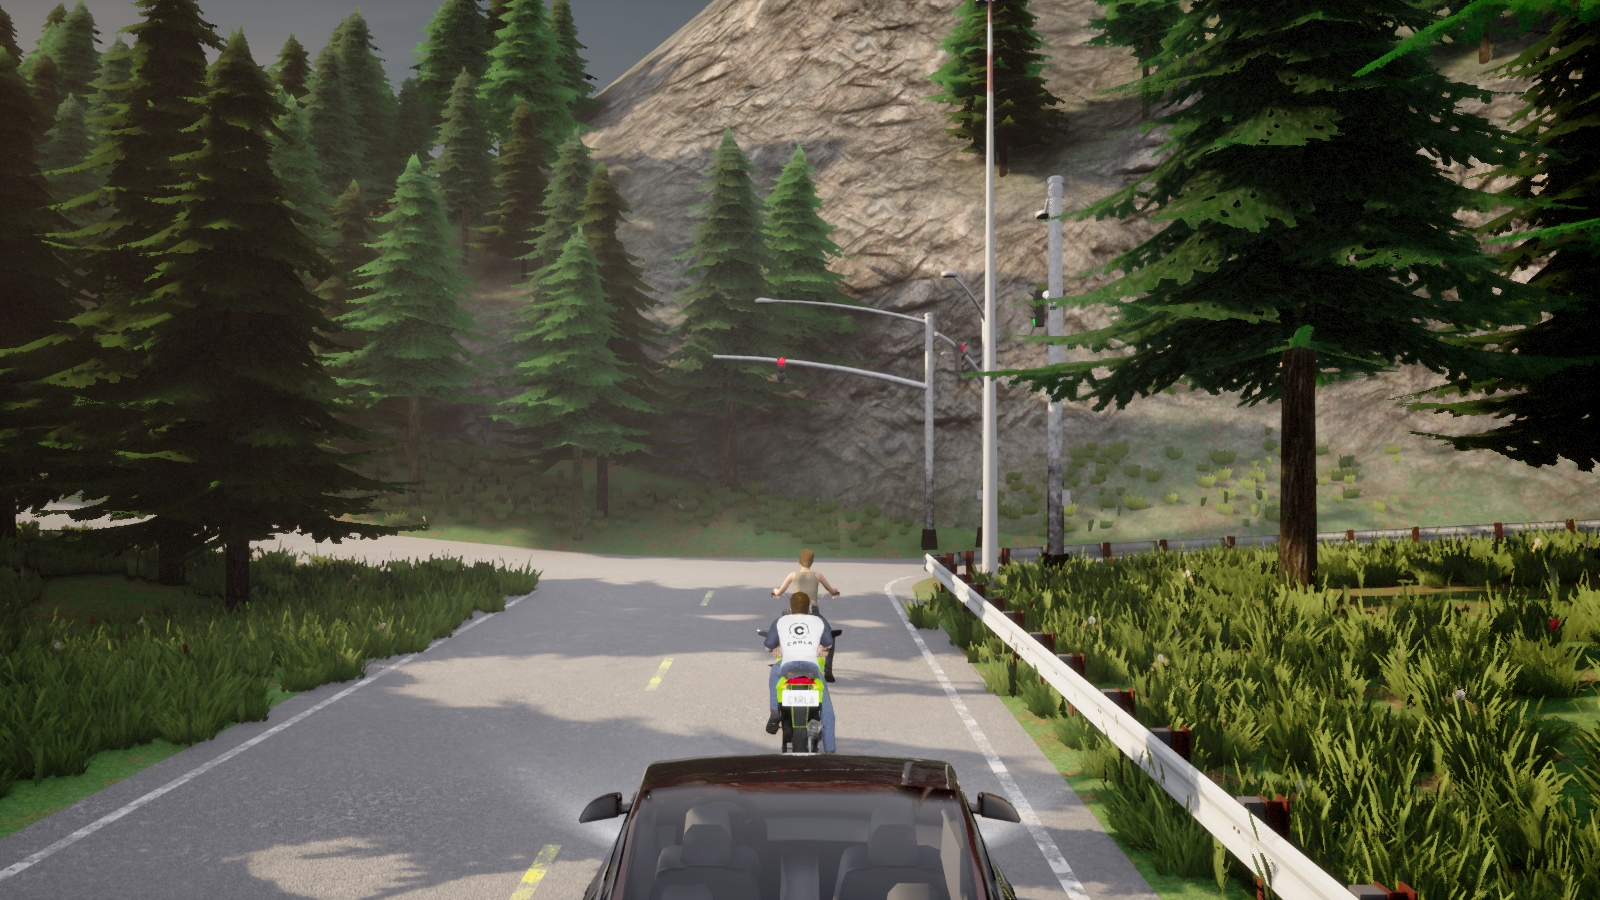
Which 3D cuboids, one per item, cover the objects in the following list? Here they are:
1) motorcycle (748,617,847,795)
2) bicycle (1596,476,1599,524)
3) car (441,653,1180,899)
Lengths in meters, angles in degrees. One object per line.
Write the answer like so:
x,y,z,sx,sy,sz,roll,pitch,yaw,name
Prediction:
-0.020,2.213,10.238,0.803,1.145,2.033,0,0,0,motorcycle
21.727,1.355,29.474,1.835,1.471,0.329,-5,-2,26,bicycle
0.029,2.063,5.012,2.163,1.488,4.792,0,0,0,car
